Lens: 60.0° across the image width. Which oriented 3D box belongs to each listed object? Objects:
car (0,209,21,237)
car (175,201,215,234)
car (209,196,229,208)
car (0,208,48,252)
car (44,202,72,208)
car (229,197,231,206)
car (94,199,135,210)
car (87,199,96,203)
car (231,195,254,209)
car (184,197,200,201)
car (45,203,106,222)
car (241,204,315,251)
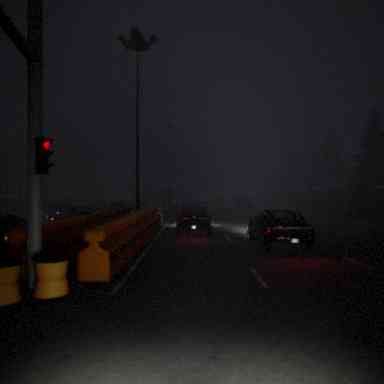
[{"bbox_3d":[-10.598,1.594,16.380,1.895,1.301,4.718,0,0,0],"label":"car"},{"bbox_3d":[0.098,1.497,19.005,1.837,1.490,4.892,0,0,0],"label":"car"},{"bbox_3d":[3.495,1.333,46.530,2.097,1.767,4.553,0,0,0],"label":"car"},{"bbox_3d":[-7.101,1.521,11.673,1.812,1.442,4.674,0,0,0],"label":"car"},{"bbox_3d":[-10.565,1.515,26.555,1.812,1.442,4.674,0,0,-1],"label":"car"},{"bbox_3d":[6.994,1.330,54.215,2.097,1.767,4.553,0,0,0],"label":"car"},{"bbox_3d":[-7.037,1.535,30.805,2.033,1.411,5.357,0,0,1],"label":"car"},{"bbox_3d":[-10.504,1.511,36.840,1.812,1.442,4.674,0,0,0],"label":"car"},{"bbox_3d":[6.995,1.334,45.045,2.097,1.767,4.553,0,0,0],"label":"car"},{"bbox_3d":[0.012,1.474,45.177,2.128,1.511,4.902,0,0,0],"label":"car"},{"bbox_3d":[-7.091,1.592,20.774,1.895,1.301,4.718,0,0,0],"label":"car"},{"bbox_3d":[3.597,1.486,14.045,2.128,1.511,4.902,0,0,0],"label":"car"}]
